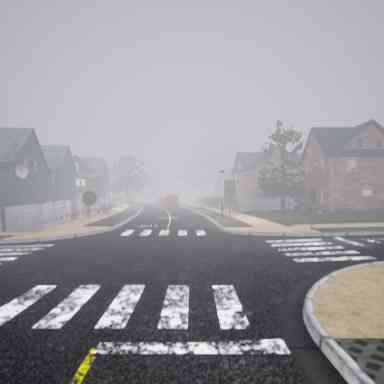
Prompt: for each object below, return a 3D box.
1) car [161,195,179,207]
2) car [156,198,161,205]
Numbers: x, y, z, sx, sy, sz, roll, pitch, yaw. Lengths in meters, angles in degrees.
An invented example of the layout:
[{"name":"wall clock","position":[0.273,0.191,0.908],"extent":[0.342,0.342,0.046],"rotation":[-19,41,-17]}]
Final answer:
[{"name":"car","position":[-3.407,1.442,54.252],"extent":[2.150,2.045,5.566],"rotation":[0,-1,-9]},{"name":"car","position":[-6.134,1.853,68.153],"extent":[1.882,1.535,5.008],"rotation":[0,-1,-14]}]
